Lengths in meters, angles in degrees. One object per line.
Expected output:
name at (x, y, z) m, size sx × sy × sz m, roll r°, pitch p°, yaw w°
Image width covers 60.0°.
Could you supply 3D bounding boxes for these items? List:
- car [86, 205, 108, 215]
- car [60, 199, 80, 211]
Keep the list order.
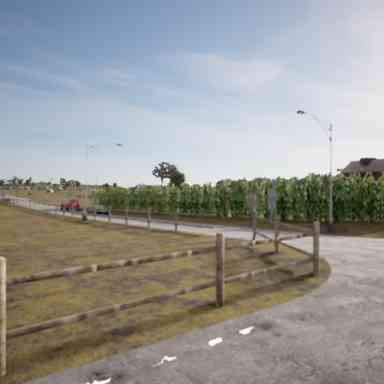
car at (-13.556, 2.546, 47.420) m, size 1.994 × 1.385 × 4.181 m, roll 3°, pitch -2°, yaw -36°
car at (-21.227, 2.242, 58.018) m, size 2.150 × 2.045 × 5.566 m, roll 3°, pitch -1°, yaw -36°
